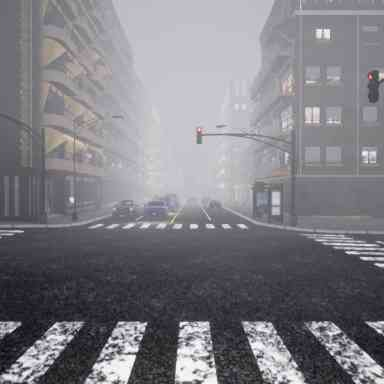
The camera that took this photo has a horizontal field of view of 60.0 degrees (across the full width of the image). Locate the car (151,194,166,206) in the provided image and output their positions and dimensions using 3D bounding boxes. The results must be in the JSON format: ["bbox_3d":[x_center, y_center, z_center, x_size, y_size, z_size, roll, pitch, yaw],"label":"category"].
[{"bbox_3d":[-5.740,1.312,57.354,2.192,1.841,5.009,0,0,0],"label":"car"}]

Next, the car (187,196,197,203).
[{"bbox_3d":[0.043,1.561,69.663,1.994,1.385,4.181,0,0,0],"label":"car"}]

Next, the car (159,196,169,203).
[{"bbox_3d":[-5.748,1.522,68.462,1.752,1.417,4.829,0,0,0],"label":"car"}]

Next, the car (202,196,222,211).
[{"bbox_3d":[2.655,1.548,40.440,2.008,1.369,4.403,0,0,0],"label":"car"}]

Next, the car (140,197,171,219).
[{"bbox_3d":[-3.111,1.475,29.244,1.882,1.535,5.008,0,0,-1],"label":"car"}]

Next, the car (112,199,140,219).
[{"bbox_3d":[-5.717,1.438,29.161,1.967,1.590,4.097,0,0,0],"label":"car"}]

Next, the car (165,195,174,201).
[{"bbox_3d":[-5.761,1.546,85.548,2.008,1.369,4.403,0,0,0],"label":"car"}]

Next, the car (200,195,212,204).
[{"bbox_3d":[2.637,1.437,62.995,1.967,1.590,4.097,0,0,0],"label":"car"}]

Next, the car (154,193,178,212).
[{"bbox_3d":[-3.119,1.349,38.872,2.097,1.767,4.553,0,0,0],"label":"car"}]

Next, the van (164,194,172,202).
[{"bbox_3d":[-5.757,1.337,79.910,1.690,1.788,3.998,0,0,0],"label":"van"}]

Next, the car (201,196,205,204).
[{"bbox_3d":[2.651,1.542,46.078,1.887,1.381,4.507,0,0,0],"label":"car"}]
